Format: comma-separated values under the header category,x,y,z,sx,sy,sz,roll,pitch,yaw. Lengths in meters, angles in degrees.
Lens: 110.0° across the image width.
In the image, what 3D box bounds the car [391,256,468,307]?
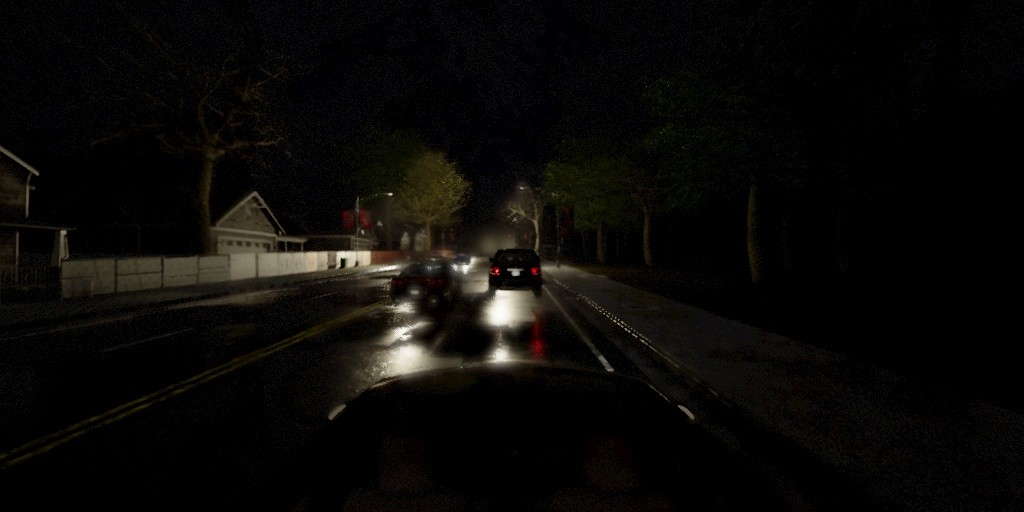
category,x,y,z,sx,sy,sz,roll,pitch,yaw
car,-3.103,0.960,13.950,1.882,1.535,5.008,0,1,0

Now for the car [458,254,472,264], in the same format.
category,x,y,z,sx,sy,sz,roll,pitch,yaw
car,-6.362,0.438,46.231,1.895,1.301,4.718,0,1,1

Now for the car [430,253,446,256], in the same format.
category,x,y,z,sx,sy,sz,roll,pitch,yaw
car,-9.614,0.333,46.166,2.128,1.511,4.902,0,1,1

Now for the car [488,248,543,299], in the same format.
category,x,y,z,sx,sy,sz,roll,pitch,yaw
car,0.142,0.662,15.925,2.150,2.045,5.566,0,2,0
